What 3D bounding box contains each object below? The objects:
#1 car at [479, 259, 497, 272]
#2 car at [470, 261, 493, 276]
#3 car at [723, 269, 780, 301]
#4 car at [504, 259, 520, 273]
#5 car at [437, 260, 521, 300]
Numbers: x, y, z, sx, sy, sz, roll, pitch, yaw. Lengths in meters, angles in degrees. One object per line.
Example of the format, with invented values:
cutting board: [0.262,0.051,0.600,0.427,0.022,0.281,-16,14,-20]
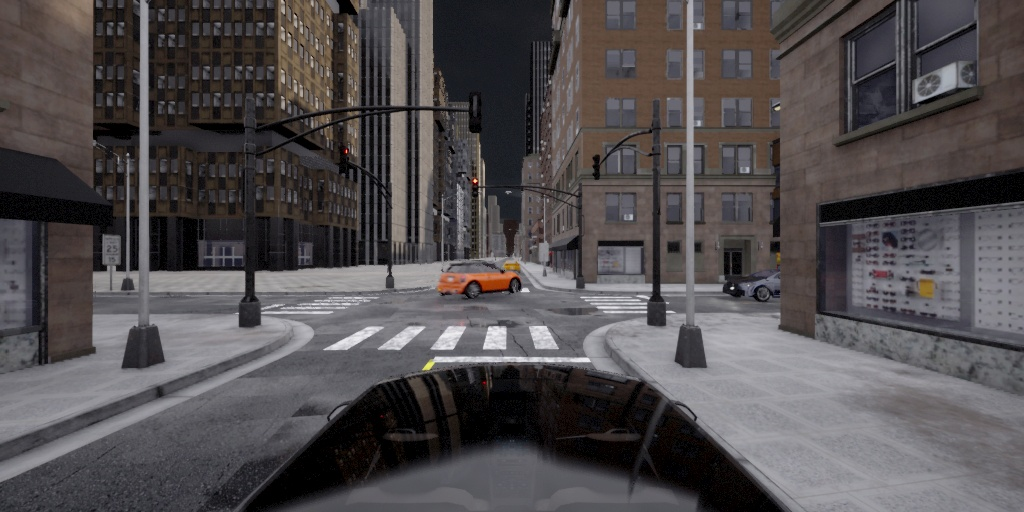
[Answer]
car: [-3.190,1.241,48.481,2.128,1.511,4.902,0,0,0]
car: [-3.176,1.298,38.063,2.033,1.411,5.357,0,0,0]
car: [12.219,1.313,16.675,4.181,1.385,1.994,0,0,-1]
car: [0.011,1.227,44.708,1.882,1.535,5.008,0,0,0]
car: [-1.527,1.104,18.220,2.097,1.767,4.553,0,0,39]
